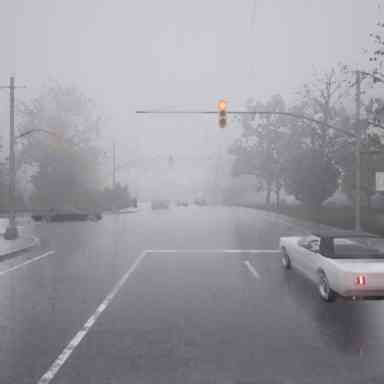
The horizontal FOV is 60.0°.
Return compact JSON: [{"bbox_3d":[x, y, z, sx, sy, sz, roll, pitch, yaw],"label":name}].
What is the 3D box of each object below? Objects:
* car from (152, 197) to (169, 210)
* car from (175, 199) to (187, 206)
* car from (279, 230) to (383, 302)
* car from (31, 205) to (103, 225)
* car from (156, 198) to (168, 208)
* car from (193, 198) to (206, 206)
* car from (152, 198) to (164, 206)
[{"bbox_3d":[-4.059,1.425,43.105,2.097,1.767,4.553,0,-1,-3],"label":"car"},{"bbox_3d":[-2.058,1.957,60.569,1.895,1.301,4.718,0,-1,-9],"label":"car"},{"bbox_3d":[3.596,1.601,8.196,1.895,1.301,4.718,0,0,0],"label":"car"},{"bbox_3d":[-8.824,1.622,23.980,4.718,1.301,1.895,0,0,-13],"label":"car"},{"bbox_3d":[-4.843,1.721,53.207,1.837,1.490,4.892,0,-1,-7],"label":"car"},{"bbox_3d":[1.342,1.851,61.292,2.128,1.511,4.902,0,-1,-9],"label":"car"},{"bbox_3d":[-6.736,1.969,65.934,1.882,1.535,5.008,0,-1,-11],"label":"car"}]
